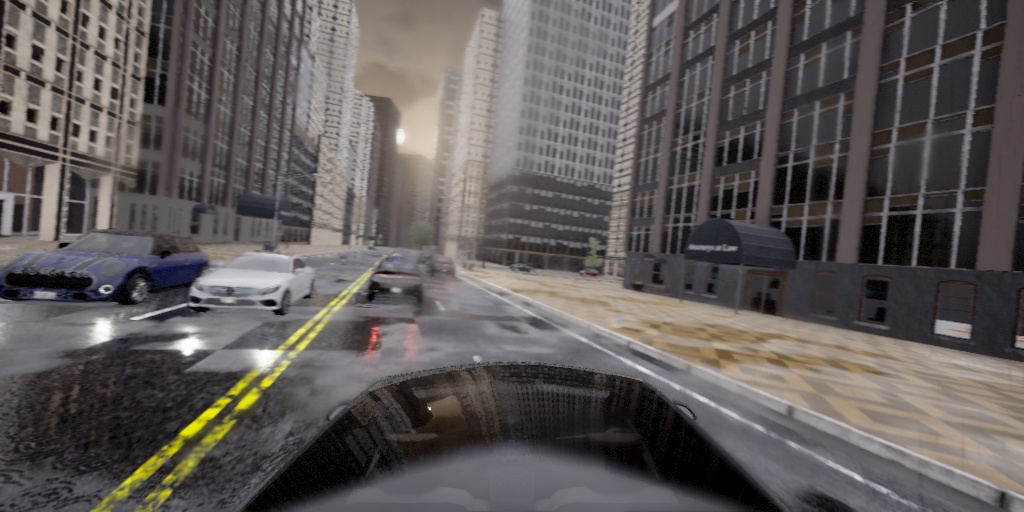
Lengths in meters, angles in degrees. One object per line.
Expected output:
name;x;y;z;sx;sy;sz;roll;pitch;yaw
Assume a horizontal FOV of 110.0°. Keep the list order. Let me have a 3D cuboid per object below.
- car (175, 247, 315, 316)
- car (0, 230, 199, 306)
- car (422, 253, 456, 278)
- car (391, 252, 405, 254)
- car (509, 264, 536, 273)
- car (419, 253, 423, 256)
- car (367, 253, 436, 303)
car;-6.786;0.626;9.956;1.812;1.442;4.674;6;0;-18
car;-9.962;0.135;9.321;2.097;1.767;4.553;6;0;-18
car;-5.470;0.780;27.616;2.128;1.511;4.902;6;0;-18
car;-10.601;0.325;33.068;1.812;1.442;4.674;6;0;-18
car;1.610;1.922;56.818;4.403;1.370;2.007;0;0;-19
car;-10.016;0.393;41.748;1.837;1.490;4.892;6;0;-17
car;-4.458;0.836;13.935;2.128;1.511;4.902;6;0;-18
